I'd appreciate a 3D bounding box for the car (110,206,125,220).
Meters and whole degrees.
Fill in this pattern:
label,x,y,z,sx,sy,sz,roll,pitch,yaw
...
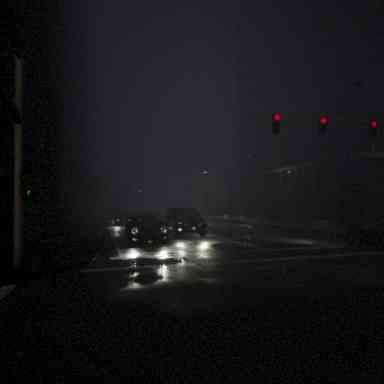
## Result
label,x,y,z,sx,sy,sz,roll,pitch,yaw
car,-12.245,3.259,54.476,2.150,2.045,5.566,0,-2,-15

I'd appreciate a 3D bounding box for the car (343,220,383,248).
label,x,y,z,sx,sy,sz,roll,pitch,yaw
car,9.615,1.988,15.719,2.128,1.511,4.902,0,-2,-32

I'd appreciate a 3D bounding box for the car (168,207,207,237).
label,x,y,z,sx,sy,sz,roll,pitch,yaw
car,-0.602,2.192,25.013,2.150,2.045,5.566,0,-2,-15

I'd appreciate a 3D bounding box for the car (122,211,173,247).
label,x,y,z,sx,sy,sz,roll,pitch,yaw
car,-2.802,2.151,19.813,2.097,1.767,4.553,0,-2,-15

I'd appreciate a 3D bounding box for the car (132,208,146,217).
label,x,y,z,sx,sy,sz,roll,pitch,yaw
car,-8.877,3.432,55.428,1.994,1.385,4.181,0,-2,-15

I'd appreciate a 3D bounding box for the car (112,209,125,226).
label,x,y,z,sx,sy,sz,roll,pitch,yaw
car,-7.895,3.068,38.336,1.837,1.490,4.892,0,-2,-15

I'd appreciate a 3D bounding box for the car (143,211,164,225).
label,x,y,z,sx,sy,sz,roll,pitch,yaw
car,-4.742,3.097,40.074,1.837,1.490,4.892,0,-2,-15
